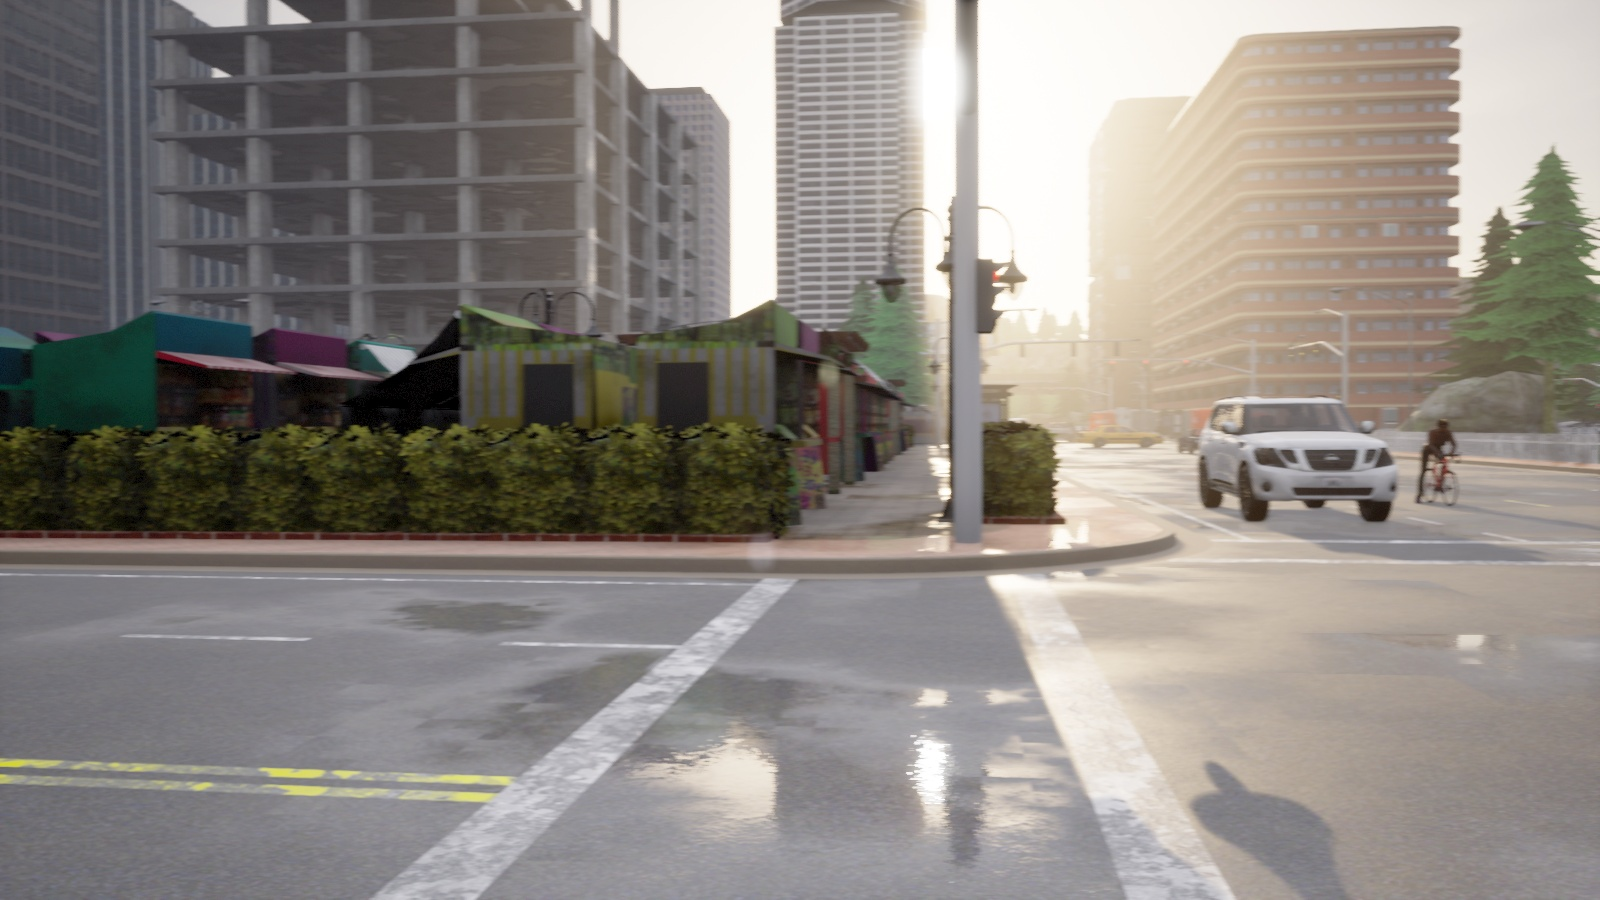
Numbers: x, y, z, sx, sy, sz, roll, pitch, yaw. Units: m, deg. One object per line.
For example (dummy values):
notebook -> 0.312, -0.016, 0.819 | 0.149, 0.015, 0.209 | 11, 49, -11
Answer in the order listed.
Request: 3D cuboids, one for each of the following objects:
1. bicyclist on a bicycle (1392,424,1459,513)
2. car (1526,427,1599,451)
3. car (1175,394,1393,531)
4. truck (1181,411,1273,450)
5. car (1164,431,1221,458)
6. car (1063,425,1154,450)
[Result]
bicyclist on a bicycle -> 11.889, 0.326, 23.918 | 0.582, 1.620, 1.656 | 0, 1, 6
car -> 49.244, -0.727, 80.339 | 4.792, 1.488, 2.163 | 0, 1, -17
car -> 8.123, 0.127, 21.723 | 2.150, 2.045, 5.566 | 0, 1, 6
truck -> 27.786, -1.266, 81.952 | 5.204, 2.467, 2.627 | 0, 1, 6
car -> 19.856, -0.304, 63.672 | 1.895, 1.301, 4.718 | 0, 1, 6
car -> 19.449, -0.794, 79.311 | 5.366, 1.575, 1.801 | 0, 1, 6
